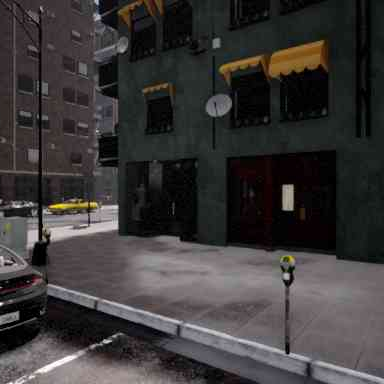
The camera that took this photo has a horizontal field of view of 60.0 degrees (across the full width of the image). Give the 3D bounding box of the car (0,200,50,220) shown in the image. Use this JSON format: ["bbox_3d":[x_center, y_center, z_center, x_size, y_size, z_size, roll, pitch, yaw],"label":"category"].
[{"bbox_3d":[-13.932,1.350,25.986,2.008,1.369,4.403,1,1,35],"label":"car"}]

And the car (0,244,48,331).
[{"bbox_3d":[-4.360,1.551,5.980,4.403,1.369,2.008,0,0,35],"label":"car"}]

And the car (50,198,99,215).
[{"bbox_3d":[-10.845,1.249,30.412,1.752,1.417,4.829,1,1,35],"label":"car"}]
